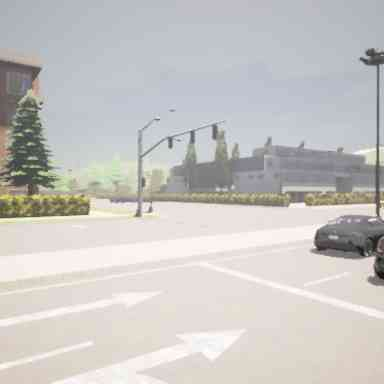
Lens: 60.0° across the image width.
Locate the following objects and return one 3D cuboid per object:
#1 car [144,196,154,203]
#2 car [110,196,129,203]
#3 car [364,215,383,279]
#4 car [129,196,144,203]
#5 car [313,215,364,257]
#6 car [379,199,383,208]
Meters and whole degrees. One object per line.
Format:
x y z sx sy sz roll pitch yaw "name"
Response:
-9.954 1.609 72.954 1.994 1.385 4.181 0 0 -34 "car"
-15.392 1.548 68.502 1.837 1.490 4.892 0 0 -34 "car"
6.809 1.364 8.736 4.553 1.767 2.097 0 0 -36 "car"
-12.749 1.577 70.841 2.128 1.511 4.902 0 0 -34 "car"
6.639 1.581 13.054 4.181 1.385 1.994 0 0 -37 "car"
28.977 1.418 48.201 4.553 1.767 2.097 0 0 -35 "car"
